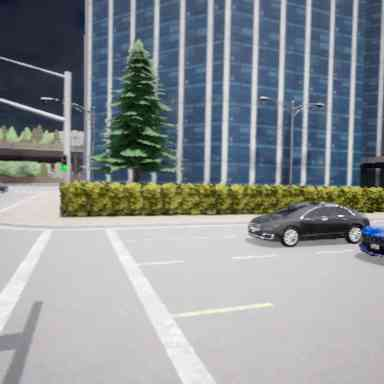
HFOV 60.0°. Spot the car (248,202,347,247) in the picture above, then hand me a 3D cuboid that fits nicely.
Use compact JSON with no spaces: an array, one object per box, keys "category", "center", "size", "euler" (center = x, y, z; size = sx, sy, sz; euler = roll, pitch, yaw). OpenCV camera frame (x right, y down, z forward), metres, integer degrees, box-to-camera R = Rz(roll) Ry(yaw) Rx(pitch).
[{"category":"car","center":[4.529,1.165,12.842],"size":[4.892,1.490,1.837],"euler":[0,2,-19]}]

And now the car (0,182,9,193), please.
[{"category":"car","center":[-27.479,-0.620,47.516],"size":[1.837,1.490,4.892],"euler":[1,2,-19]}]

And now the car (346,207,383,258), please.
[{"category":"car","center":[7.508,1.285,10.184],"size":[5.008,1.535,1.882],"euler":[1,2,-19]}]
